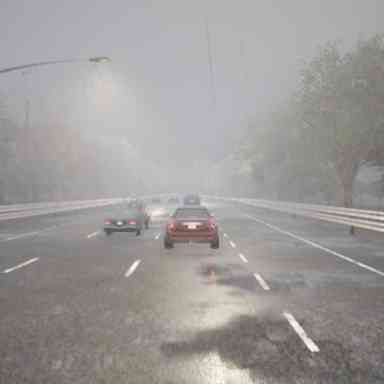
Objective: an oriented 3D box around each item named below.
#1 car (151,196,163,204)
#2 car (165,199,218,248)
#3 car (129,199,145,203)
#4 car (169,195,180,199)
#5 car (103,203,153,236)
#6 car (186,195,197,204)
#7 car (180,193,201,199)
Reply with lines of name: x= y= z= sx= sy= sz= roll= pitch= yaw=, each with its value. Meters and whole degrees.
car: x=-7.007 y=1.565 z=66.420 sx=1.837 sy=1.490 sz=4.892 roll=0 pitch=0 yaw=0
car: x=-0.002 y=1.362 z=14.934 sx=2.097 sy=1.767 sz=4.553 roll=0 pitch=0 yaw=0
car: x=-7.005 y=1.595 z=42.117 sx=1.994 sy=1.385 sz=4.181 roll=0 pitch=0 yaw=0
car: x=-3.509 y=1.410 z=66.289 sx=2.097 sy=1.767 sz=4.553 roll=0 pitch=0 yaw=0
car: x=-3.504 y=1.560 z=18.645 sx=2.033 sy=1.411 sz=5.357 roll=0 pitch=0 yaw=0
car: x=-0.009 y=1.410 z=66.226 sx=2.097 sy=1.767 sz=4.553 roll=0 pitch=0 yaw=0
car: x=-0.006 y=1.254 z=42.067 sx=2.150 sy=2.045 sz=5.566 roll=0 pitch=0 yaw=0
